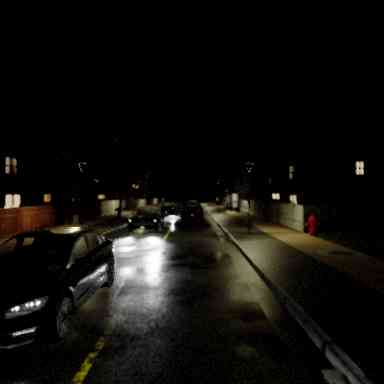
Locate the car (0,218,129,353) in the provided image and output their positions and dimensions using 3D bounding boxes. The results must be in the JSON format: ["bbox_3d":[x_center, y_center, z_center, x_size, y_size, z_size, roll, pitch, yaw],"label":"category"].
[{"bbox_3d":[-2.844,1.524,6.595,2.128,1.511,4.902,0,0,0],"label":"car"}]

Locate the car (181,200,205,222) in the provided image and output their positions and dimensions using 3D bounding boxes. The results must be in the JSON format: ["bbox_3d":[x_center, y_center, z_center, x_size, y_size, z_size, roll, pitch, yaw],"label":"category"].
[{"bbox_3d":[0.043,1.663,28.357,1.882,1.535,5.008,0,0,1],"label":"car"}]

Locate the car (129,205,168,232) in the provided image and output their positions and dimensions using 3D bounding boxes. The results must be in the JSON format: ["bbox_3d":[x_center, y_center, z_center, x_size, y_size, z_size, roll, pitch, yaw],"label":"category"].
[{"bbox_3d":[-2.813,1.729,21.150,1.895,1.301,4.718,0,0,0],"label":"car"}]

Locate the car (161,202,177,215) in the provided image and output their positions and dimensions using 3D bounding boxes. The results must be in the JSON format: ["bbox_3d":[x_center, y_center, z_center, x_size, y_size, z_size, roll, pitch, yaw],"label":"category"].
[{"bbox_3d":[-2.773,1.870,38.101,1.895,1.301,4.718,0,-1,1],"label":"car"}]

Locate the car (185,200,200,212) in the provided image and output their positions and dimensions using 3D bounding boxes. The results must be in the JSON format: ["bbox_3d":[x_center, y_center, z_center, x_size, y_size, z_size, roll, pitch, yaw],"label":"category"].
[{"bbox_3d":[0.082,1.846,43.931,1.812,1.442,4.674,0,0,0],"label":"car"}]
